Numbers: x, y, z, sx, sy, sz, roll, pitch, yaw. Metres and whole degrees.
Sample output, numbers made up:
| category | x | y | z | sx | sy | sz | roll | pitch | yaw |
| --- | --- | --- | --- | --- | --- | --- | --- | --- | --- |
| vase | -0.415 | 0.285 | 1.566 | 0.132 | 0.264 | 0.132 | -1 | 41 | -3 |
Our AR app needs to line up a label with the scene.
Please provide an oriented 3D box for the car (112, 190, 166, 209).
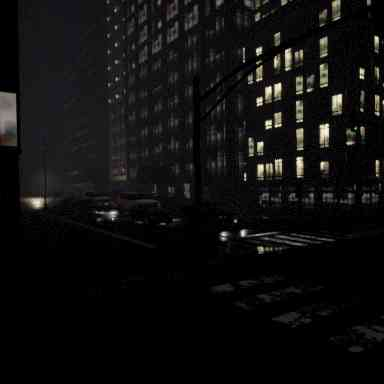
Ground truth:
| category | x | y | z | sx | sy | sz | roll | pitch | yaw |
| --- | --- | --- | --- | --- | --- | --- | --- | --- | --- |
| car | -4.861 | 1.021 | 29.704 | 2.150 | 2.045 | 5.566 | -1 | 1 | -35 |

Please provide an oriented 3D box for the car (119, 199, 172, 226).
| category | x | y | z | sx | sy | sz | roll | pitch | yaw |
| --- | --- | --- | --- | --- | --- | --- | --- | --- | --- |
| car | -2.910 | 1.455 | 22.378 | 2.008 | 1.369 | 4.403 | -1 | 1 | -35 |

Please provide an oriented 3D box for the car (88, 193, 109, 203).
| category | x | y | z | sx | sy | sz | roll | pitch | yaw |
| --- | --- | --- | --- | --- | --- | --- | --- | --- | --- |
| car | -15.950 | 0.919 | 56.806 | 1.882 | 1.535 | 5.008 | -1 | 1 | -35 |

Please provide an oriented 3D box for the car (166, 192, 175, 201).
| category | x | y | z | sx | sy | sz | roll | pitch | yaw |
| --- | --- | --- | --- | --- | --- | --- | --- | --- | --- |
| car | -3.661 | 0.963 | 38.185 | 2.192 | 1.841 | 5.009 | -1 | 1 | -35 |

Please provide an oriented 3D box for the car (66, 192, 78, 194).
| category | x | y | z | sx | sy | sz | roll | pitch | yaw |
| --- | --- | --- | --- | --- | --- | --- | --- | --- | --- |
| car | -19.329 | 1.082 | 56.180 | 1.895 | 1.301 | 4.718 | -1 | 1 | -35 |

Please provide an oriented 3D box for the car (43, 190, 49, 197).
| category | x | y | z | sx | sy | sz | roll | pitch | yaw |
| --- | --- | --- | --- | --- | --- | --- | --- | --- | --- |
| car | -35.663 | 0.688 | 84.644 | 2.008 | 1.369 | 4.403 | -1 | 1 | -35 |

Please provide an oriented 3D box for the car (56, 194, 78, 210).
| category | x | y | z | sx | sy | sz | roll | pitch | yaw |
| --- | --- | --- | --- | --- | --- | --- | --- | --- | --- |
| car | -13.739 | 1.289 | 38.047 | 2.008 | 1.369 | 4.403 | -1 | 1 | -35 |

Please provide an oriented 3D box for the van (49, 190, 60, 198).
| category | x | y | z | sx | sy | sz | roll | pitch | yaw |
| --- | --- | --- | --- | --- | --- | --- | --- | --- | --- |
| van | -32.463 | 0.530 | 79.996 | 1.690 | 1.788 | 3.998 | -1 | 1 | -35 |

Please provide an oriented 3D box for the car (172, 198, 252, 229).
| category | x | y | z | sx | sy | sz | roll | pitch | yaw |
| --- | --- | --- | --- | --- | --- | --- | --- | --- | --- |
| car | 1.099 | 1.382 | 21.057 | 2.128 | 1.511 | 4.902 | -1 | 1 | -35 |

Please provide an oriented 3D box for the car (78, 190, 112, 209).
| category | x | y | z | sx | sy | sz | roll | pitch | yaw |
| --- | --- | --- | --- | --- | --- | --- | --- | --- | --- |
| car | -10.930 | 0.927 | 38.535 | 2.150 | 2.045 | 5.566 | -1 | 1 | -35 |

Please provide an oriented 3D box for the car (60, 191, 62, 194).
| category | x | y | z | sx | sy | sz | roll | pitch | yaw |
| --- | --- | --- | --- | --- | --- | --- | --- | --- | --- |
| car | -26.062 | 0.733 | 70.706 | 1.967 | 1.590 | 4.097 | -1 | 1 | -35 |

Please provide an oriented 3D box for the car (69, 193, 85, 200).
| category | x | y | z | sx | sy | sz | roll | pitch | yaw |
| --- | --- | --- | --- | --- | --- | --- | --- | --- | --- |
| car | -22.862 | 0.889 | 66.062 | 1.887 | 1.381 | 4.507 | -1 | 1 | -35 |

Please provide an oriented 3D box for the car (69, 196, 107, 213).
| category | x | y | z | sx | sy | sz | roll | pitch | yaw |
| --- | --- | --- | --- | --- | --- | --- | --- | --- | --- |
| car | -10.537 | 1.354 | 33.401 | 1.947 | 1.339 | 4.313 | -1 | 1 | -35 |

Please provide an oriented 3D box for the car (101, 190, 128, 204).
| category | x | y | z | sx | sy | sz | roll | pitch | yaw |
| --- | --- | --- | --- | --- | --- | --- | --- | --- | --- |
| car | -12.026 | 0.733 | 51.043 | 2.150 | 2.045 | 5.566 | -1 | 1 | -35 |
